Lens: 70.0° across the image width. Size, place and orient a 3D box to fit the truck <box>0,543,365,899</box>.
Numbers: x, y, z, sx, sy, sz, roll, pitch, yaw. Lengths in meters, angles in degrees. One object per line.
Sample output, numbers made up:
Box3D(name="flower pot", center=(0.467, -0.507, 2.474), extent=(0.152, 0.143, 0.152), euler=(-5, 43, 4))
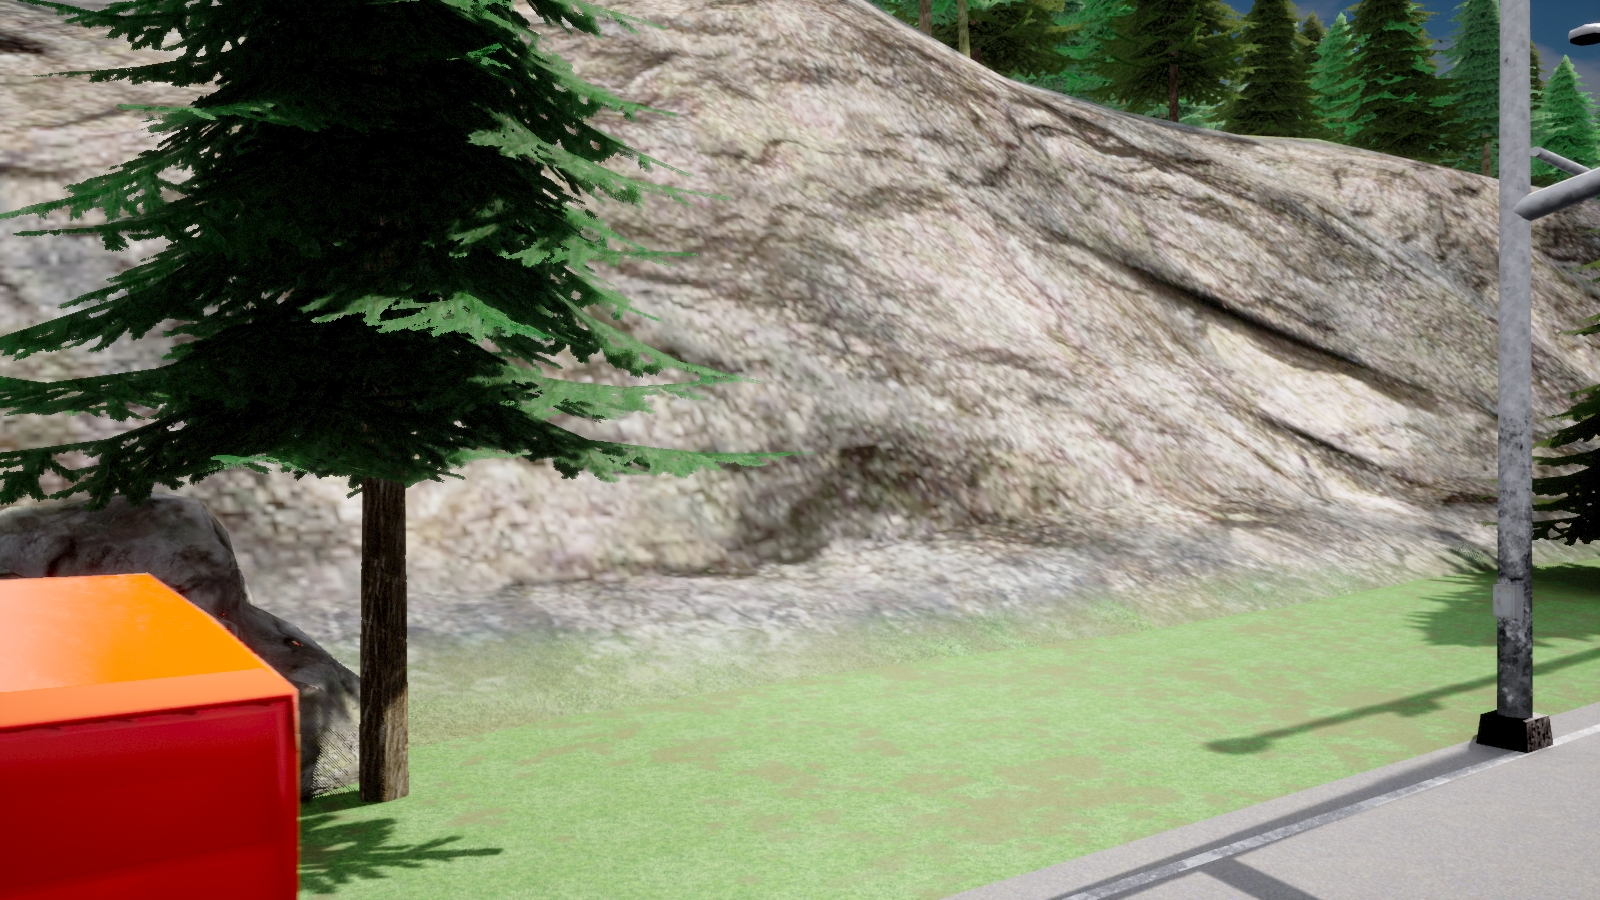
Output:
Box3D(name="truck", center=(-3.541, 1.548, 1.311), extent=(5.204, 2.467, 2.627), euler=(0, 0, -35))
